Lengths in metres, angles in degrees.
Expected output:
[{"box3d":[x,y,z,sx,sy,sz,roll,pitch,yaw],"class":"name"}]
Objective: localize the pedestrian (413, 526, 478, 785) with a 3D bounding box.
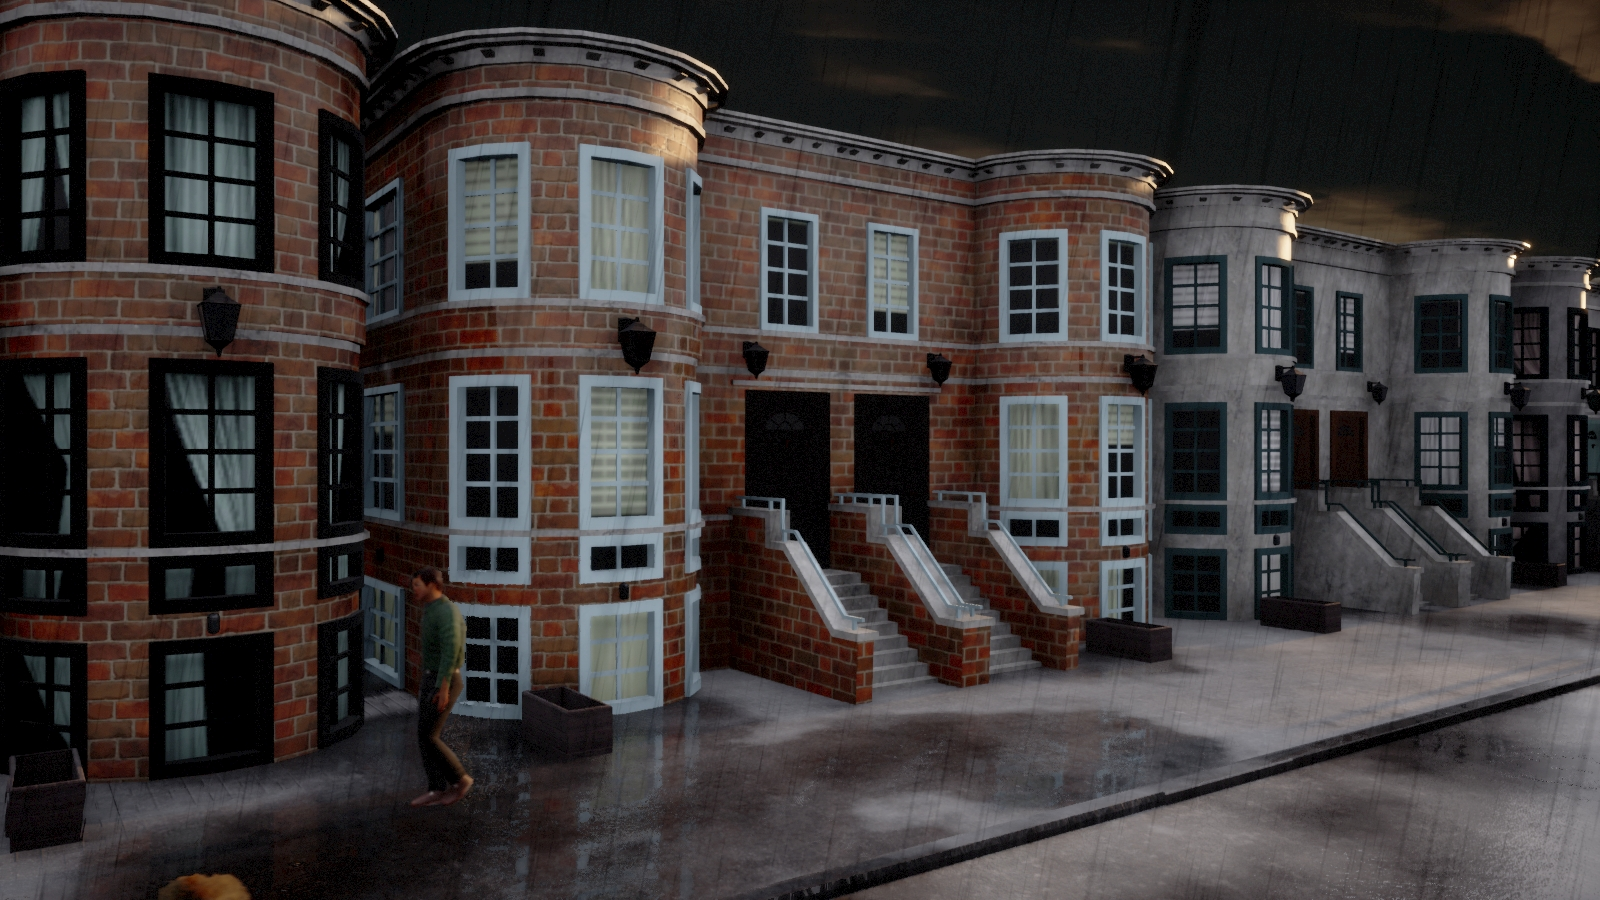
[{"box3d":[-2.684,1.525,8.641,0.375,1.860,0.375,0,0,-34],"class":"pedestrian"}]
